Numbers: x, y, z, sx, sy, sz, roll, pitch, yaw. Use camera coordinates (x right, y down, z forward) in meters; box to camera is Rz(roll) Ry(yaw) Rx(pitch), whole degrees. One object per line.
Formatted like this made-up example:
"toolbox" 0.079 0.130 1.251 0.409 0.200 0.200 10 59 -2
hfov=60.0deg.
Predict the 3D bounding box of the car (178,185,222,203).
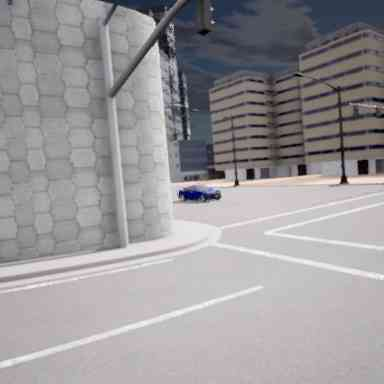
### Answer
"car" 0.637 0.078 30.071 1.882 1.535 5.008 -7 4 -35
